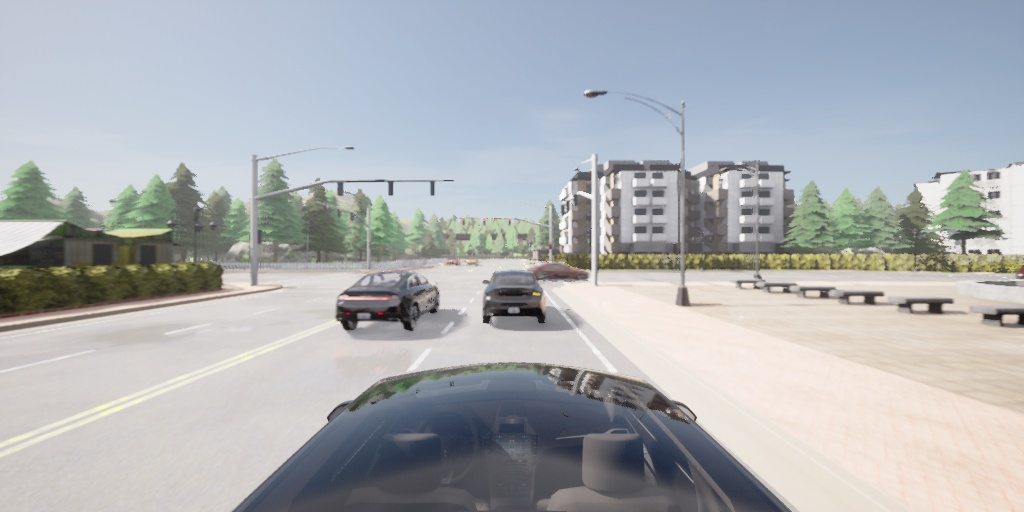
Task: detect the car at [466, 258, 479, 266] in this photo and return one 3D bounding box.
[{"bbox_3d":[-7.054,1.013,63.830,1.882,1.535,5.008,0,0,0],"label":"car"}]

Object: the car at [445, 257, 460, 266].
[{"bbox_3d":[-10.555,0.887,63.908,2.097,1.767,4.553,0,0,0],"label":"car"}]

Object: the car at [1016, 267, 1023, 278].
[{"bbox_3d":[39.727,1.249,25.517,4.674,1.442,1.812,0,0,27],"label":"car"}]

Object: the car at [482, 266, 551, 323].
[{"bbox_3d":[0.060,1.218,11.947,1.837,1.490,4.892,0,0,0],"label":"car"}]

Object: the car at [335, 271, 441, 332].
[{"bbox_3d":[-3.449,1.207,10.829,2.128,1.511,4.902,0,0,0],"label":"car"}]

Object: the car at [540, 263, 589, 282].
[{"bbox_3d":[3.471,1.242,27.113,4.674,1.442,1.812,1,0,-1],"label":"car"}]
